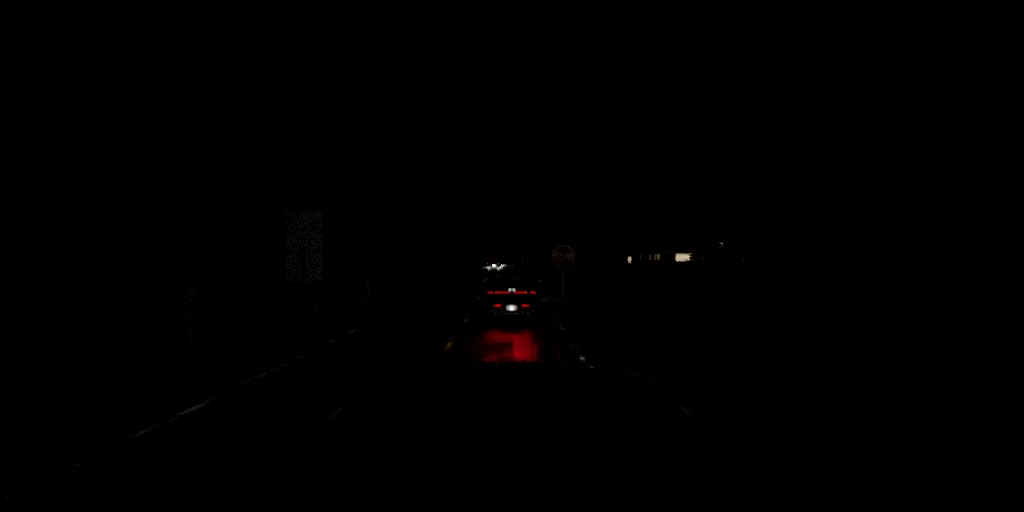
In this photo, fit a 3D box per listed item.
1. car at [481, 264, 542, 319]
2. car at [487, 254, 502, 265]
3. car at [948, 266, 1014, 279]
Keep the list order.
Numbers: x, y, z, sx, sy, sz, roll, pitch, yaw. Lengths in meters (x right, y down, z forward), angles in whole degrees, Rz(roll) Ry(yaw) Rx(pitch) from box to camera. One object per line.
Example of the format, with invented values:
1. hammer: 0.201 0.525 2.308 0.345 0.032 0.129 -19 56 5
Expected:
1. car: 0.002 1.202 12.500 1.837 1.490 4.892 0 0 0
2. car: -3.010 0.750 60.838 2.150 2.045 5.566 0 0 0
3. car: 40.092 1.463 30.382 5.008 1.535 1.882 0 0 1
